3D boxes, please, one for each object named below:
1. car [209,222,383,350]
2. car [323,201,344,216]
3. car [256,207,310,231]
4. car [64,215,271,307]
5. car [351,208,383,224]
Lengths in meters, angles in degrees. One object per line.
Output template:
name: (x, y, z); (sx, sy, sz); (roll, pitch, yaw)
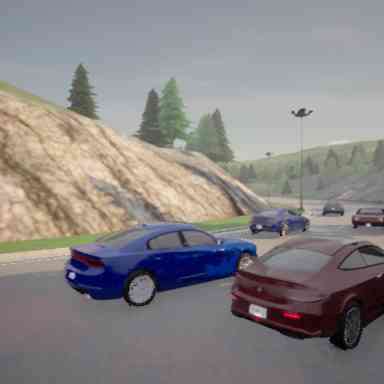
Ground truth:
car: (2.687, 1.543, 6.264); (4.674, 1.442, 1.812); (0, 0, -41)
car: (14.750, 1.657, 34.720); (1.994, 1.385, 4.181); (0, 0, 23)
car: (4.868, 1.574, 18.355); (1.812, 1.442, 4.674); (0, 0, 41)
car: (-0.460, 1.498, 8.132); (5.008, 1.535, 1.882); (0, 0, -39)
car: (11.736, 1.660, 21.588); (1.895, 1.301, 4.718); (0, 0, 34)
